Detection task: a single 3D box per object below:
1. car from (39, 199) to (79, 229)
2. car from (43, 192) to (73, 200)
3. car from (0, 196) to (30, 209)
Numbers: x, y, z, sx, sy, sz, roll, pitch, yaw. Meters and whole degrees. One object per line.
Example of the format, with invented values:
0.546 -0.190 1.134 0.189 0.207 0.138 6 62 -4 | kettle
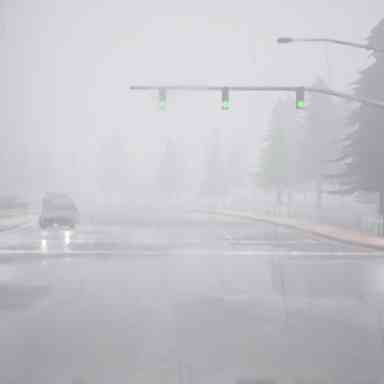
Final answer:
-8.193 1.416 20.975 2.033 1.411 5.357 0 0 -14 | car
-12.598 1.040 31.286 2.150 2.045 5.566 0 1 -32 | car
-22.183 1.252 41.297 5.008 1.535 1.882 1 0 34 | car
